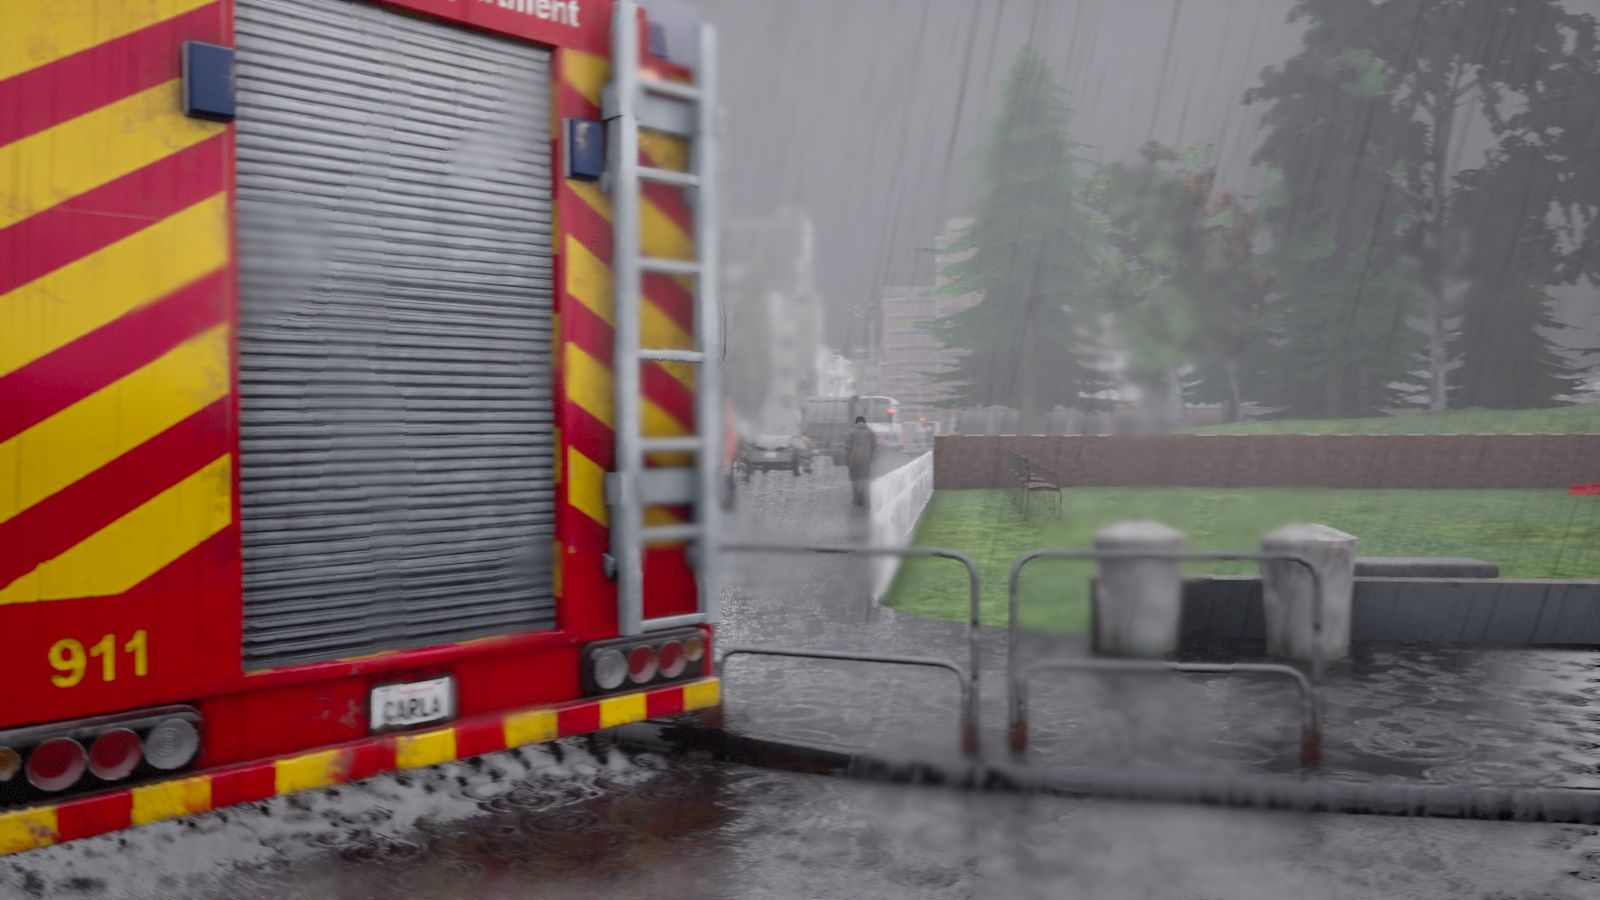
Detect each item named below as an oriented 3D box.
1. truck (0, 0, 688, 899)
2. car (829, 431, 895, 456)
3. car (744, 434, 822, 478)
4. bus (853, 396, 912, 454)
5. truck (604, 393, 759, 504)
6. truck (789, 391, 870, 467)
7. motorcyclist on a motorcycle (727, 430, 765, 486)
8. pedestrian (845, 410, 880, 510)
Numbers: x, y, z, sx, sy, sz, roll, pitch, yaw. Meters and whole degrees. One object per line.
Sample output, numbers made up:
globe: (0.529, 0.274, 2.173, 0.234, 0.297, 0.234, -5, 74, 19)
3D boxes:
truck: (-4.474, -0.465, 7.599, 2.891, 3.827, 8.468, -1, 1, -44)
car: (4.157, -0.431, 84.251, 3.988, 1.617, 1.851, 0, 1, -15)
car: (-0.563, 0.178, 46.227, 2.163, 1.488, 4.792, 0, 1, 8)
bus: (6.523, -1.884, 97.830, 3.944, 4.253, 10.273, 0, 1, 7)
truck: (-2.750, -0.097, 30.747, 2.627, 2.467, 5.204, 0, 1, 8)
truck: (1.573, -1.007, 61.550, 2.891, 3.462, 7.936, 0, 1, 9)
motorcyclist on a motorcycle: (-1.640, 0.229, 38.608, 0.766, 1.649, 2.350, 0, 1, 8)
pedestrian: (1.246, 0.193, 25.039, 0.659, 1.952, 0.873, 0, 1, 1)
